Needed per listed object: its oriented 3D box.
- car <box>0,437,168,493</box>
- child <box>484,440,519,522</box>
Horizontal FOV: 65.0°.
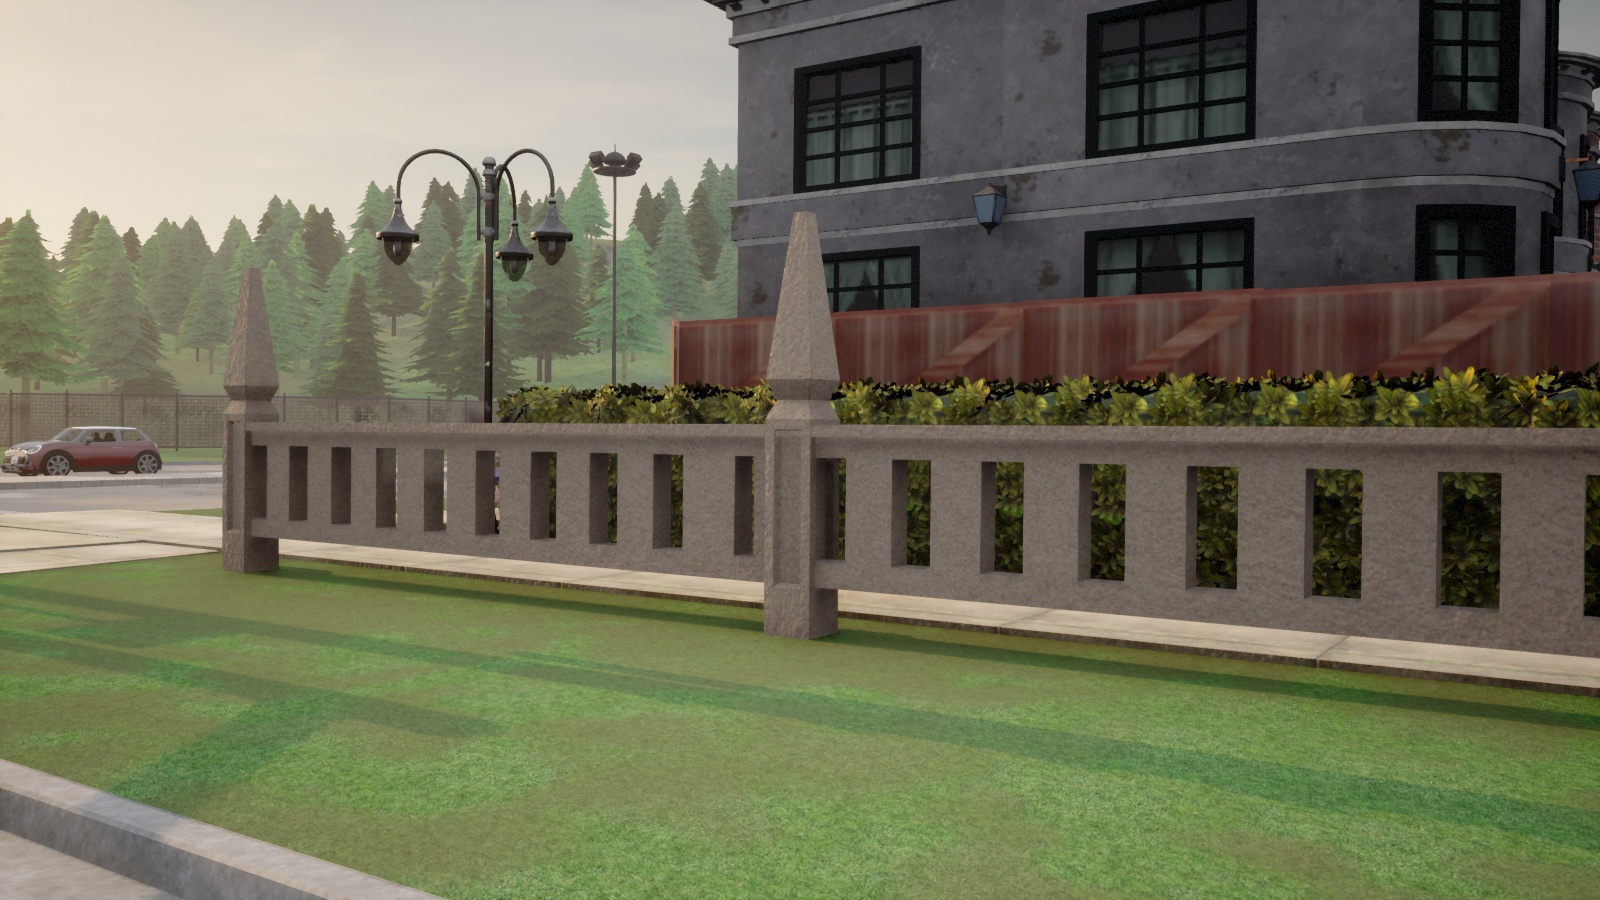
[{"bbox_3d":[-20.619,0.389,36.179,1.970,1.475,3.806,0,1,34],"label":"car"},{"bbox_3d":[-4.105,0.414,17.266,0.255,1.110,0.394,0,1,31],"label":"child"}]
